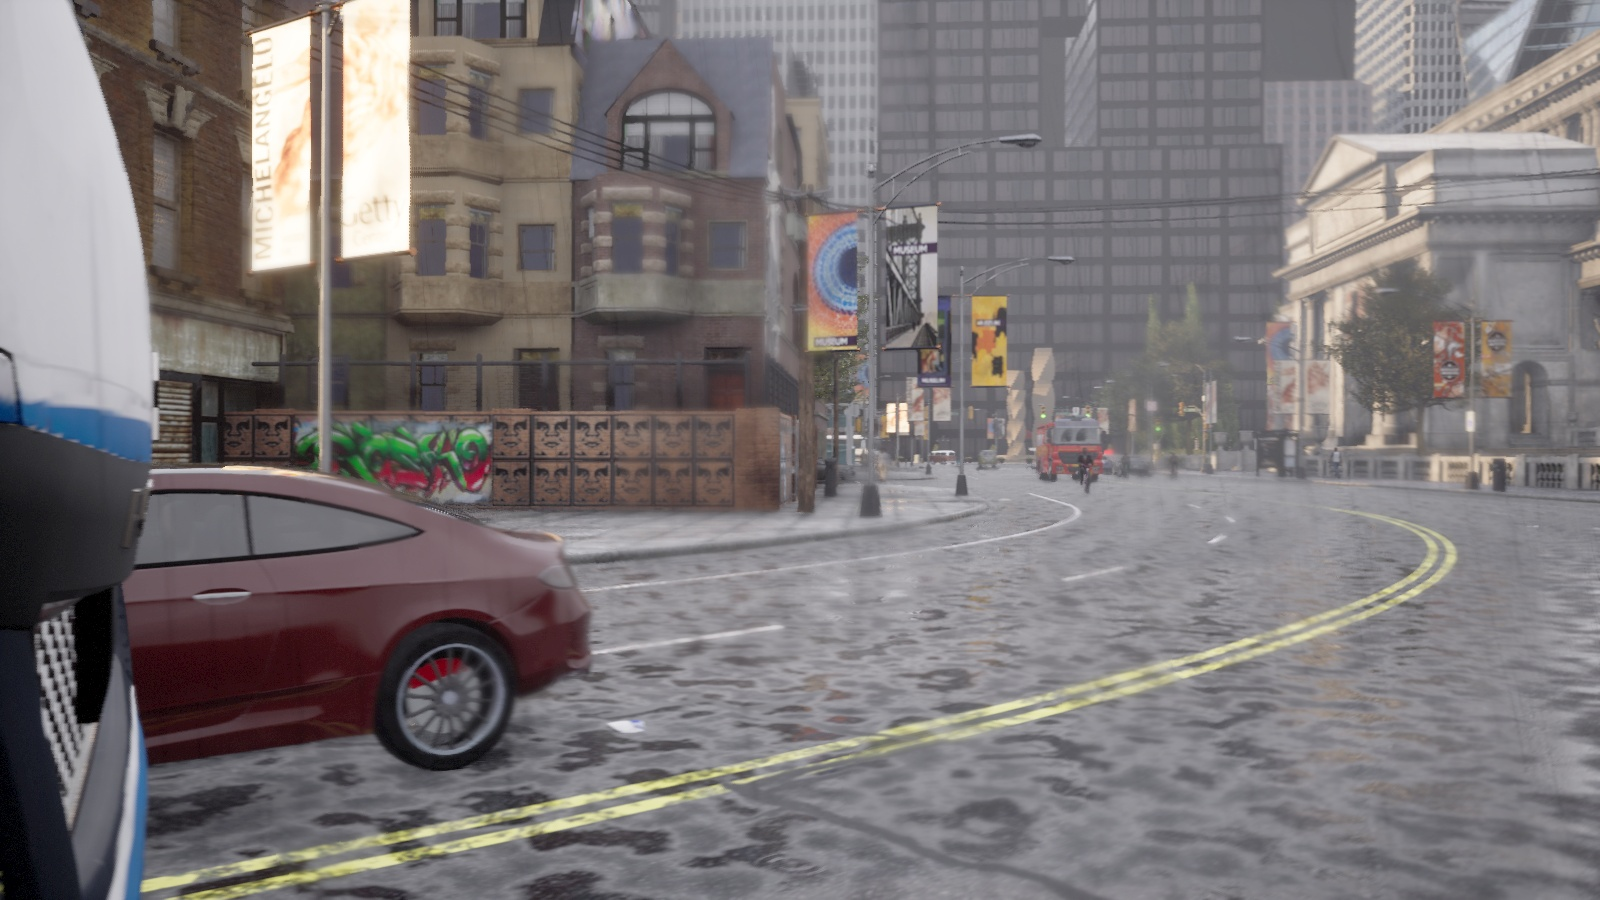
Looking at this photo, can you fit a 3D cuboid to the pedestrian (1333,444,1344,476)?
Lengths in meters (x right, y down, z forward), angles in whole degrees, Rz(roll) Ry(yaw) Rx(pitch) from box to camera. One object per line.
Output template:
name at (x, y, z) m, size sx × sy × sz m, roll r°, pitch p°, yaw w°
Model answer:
pedestrian at (31.220, 0.563, 72.778) m, size 0.354 × 1.836 × 0.706 m, roll 0°, pitch 0°, yaw 5°

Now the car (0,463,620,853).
car at (-3.301, 0.800, 5.662) m, size 4.674 × 1.442 × 1.812 m, roll 0°, pitch 0°, yaw -40°

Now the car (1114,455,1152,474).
car at (24.470, 1.056, 92.414) m, size 1.994 × 1.385 × 4.181 m, roll 0°, pitch 0°, yaw 4°

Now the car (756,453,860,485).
car at (0.440, 0.908, 61.016) m, size 4.902 × 1.511 × 2.128 m, roll 0°, pitch 0°, yaw 4°

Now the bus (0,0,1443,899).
bus at (-5.115, -0.616, 0.130) m, size 10.273 × 4.253 × 3.944 m, roll 0°, pitch 0°, yaw -27°

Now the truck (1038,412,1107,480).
truck at (16.149, -0.209, 75.009) m, size 2.891 × 3.827 × 8.468 m, roll 0°, pitch 0°, yaw 4°

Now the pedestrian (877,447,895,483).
pedestrian at (4.405, 0.760, 64.510) m, size 0.874 × 1.855 × 0.900 m, roll 0°, pitch 0°, yaw 7°
